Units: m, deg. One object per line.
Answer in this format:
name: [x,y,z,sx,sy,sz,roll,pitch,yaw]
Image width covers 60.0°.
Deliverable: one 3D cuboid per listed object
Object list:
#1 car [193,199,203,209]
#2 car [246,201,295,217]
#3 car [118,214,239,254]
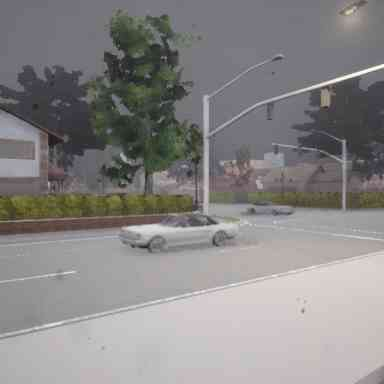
car: [-0.474,1.419,42.256,1.812,1.442,4.674,0,0,-36]
car: [7.293,1.524,31.204,1.895,1.301,4.718,0,0,-32]
car: [-0.474,1.568,13.384,4.718,1.301,1.895,0,0,-34]
